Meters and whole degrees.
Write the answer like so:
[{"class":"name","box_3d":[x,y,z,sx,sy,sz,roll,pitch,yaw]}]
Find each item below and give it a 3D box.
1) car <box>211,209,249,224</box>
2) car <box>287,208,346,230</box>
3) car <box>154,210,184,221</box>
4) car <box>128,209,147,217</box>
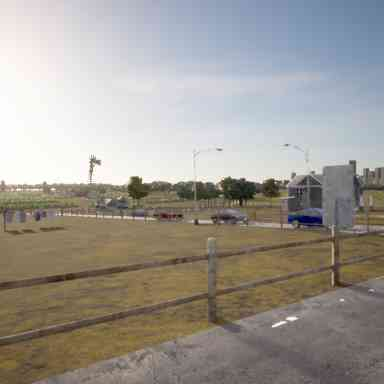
[{"class":"car","box_3d":[3.777,2.485,34.003,1.812,1.442,4.674,0,-2,-36]},{"class":"car","box_3d":[9.753,2.029,25.659,1.882,1.535,5.008,0,-2,-36]},{"class":"car","box_3d":[-3.065,3.043,43.578,1.895,1.301,4.718,0,-2,-36]},{"class":"car","box_3d":[-9.476,3.646,57.581,1.994,1.385,4.181,0,-2,-36]}]
